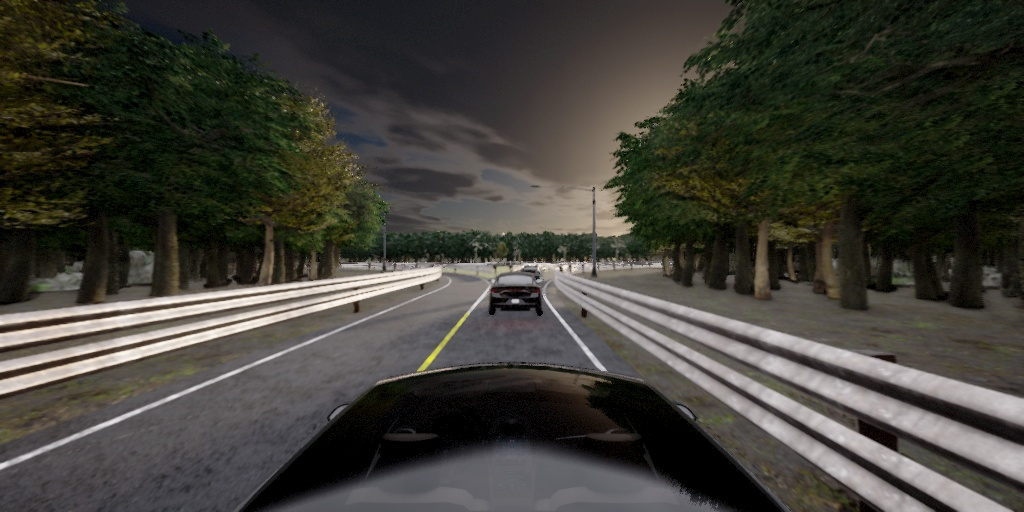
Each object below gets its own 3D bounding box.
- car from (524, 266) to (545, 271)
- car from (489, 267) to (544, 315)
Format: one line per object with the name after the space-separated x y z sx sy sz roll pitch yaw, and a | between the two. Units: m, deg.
1.815 1.585 31.786 1.837 1.490 4.892 0 0 9 | car
0.174 1.368 14.444 1.882 1.535 5.008 0 0 1 | car
